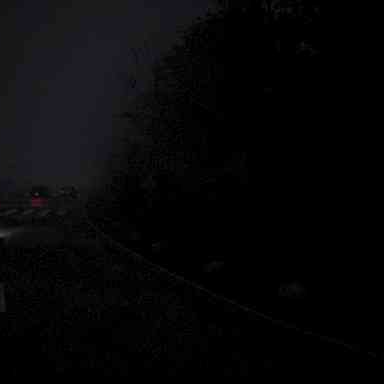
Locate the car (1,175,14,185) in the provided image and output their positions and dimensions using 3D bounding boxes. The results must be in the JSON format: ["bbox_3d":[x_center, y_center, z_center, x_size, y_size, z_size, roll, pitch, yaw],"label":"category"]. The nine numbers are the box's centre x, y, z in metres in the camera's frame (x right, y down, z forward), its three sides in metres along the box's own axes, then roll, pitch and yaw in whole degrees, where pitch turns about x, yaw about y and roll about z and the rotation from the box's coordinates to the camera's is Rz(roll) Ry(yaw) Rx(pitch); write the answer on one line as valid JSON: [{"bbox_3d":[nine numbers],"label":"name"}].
[{"bbox_3d":[-38.588,-2.316,67.428,2.435,2.045,5.566,1,3,-17],"label":"car"}]

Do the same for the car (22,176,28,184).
[{"bbox_3d":[-43.224,-2.879,83.040,1.946,1.575,5.366,1,3,-17],"label":"car"}]

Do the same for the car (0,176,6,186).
[{"bbox_3d":[-37.035,-1.791,62.182,2.231,1.521,4.892,1,3,-17],"label":"car"}]

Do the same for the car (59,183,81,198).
[{"bbox_3d":[-14.746,-0.055,39.869,2.033,1.411,5.357,1,3,-16],"label":"car"}]

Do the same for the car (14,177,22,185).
[{"bbox_3d":[-41.325,-2.534,76.444,2.231,1.521,4.892,1,3,-16],"label":"car"}]

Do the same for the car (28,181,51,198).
[{"bbox_3d":[-17.939,-0.163,39.288,1.837,1.490,4.892,1,3,-16],"label":"car"}]

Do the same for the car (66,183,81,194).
[{"bbox_3d":[-17.794,-0.605,49.962,1.812,1.442,4.674,1,3,-16],"label":"car"}]
